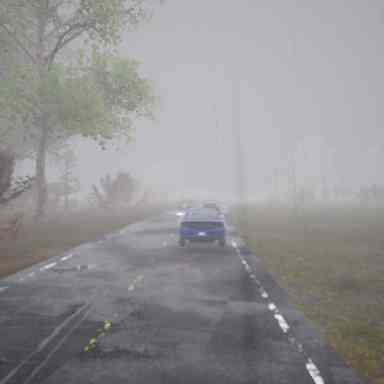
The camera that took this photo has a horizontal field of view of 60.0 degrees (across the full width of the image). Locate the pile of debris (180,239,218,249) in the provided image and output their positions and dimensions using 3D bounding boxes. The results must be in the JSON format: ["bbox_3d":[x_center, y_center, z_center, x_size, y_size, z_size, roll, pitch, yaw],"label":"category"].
[{"bbox_3d":[0.304,2.184,14.095,1.500,0.140,1.860,0,0,2],"label":"pile of debris"}]

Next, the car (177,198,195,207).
[{"bbox_3d":[-0.614,1.509,41.125,2.128,1.511,4.902,0,0,7],"label":"car"}]

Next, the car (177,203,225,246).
[{"bbox_3d":[0.493,1.485,15.438,1.882,1.535,5.008,0,0,2],"label":"car"}]

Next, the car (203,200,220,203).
[{"bbox_3d":[2.075,1.545,36.325,1.812,1.442,4.674,0,0,6],"label":"car"}]
